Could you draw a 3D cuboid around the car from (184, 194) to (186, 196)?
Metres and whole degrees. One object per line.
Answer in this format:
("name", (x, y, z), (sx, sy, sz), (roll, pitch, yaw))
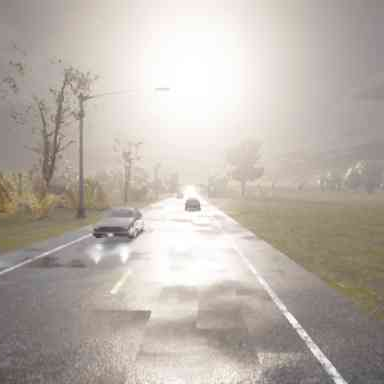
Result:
("car", (0.098, 1.417, 55.634), (2.033, 1.411, 5.357), (0, 0, -1))

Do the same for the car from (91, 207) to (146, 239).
("car", (-3.602, 1.509, 17.350), (2.033, 1.411, 5.357), (0, 0, 0))

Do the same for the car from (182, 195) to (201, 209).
("car", (0.092, 1.466, 42.808), (1.994, 1.385, 4.181), (0, 0, 0))
